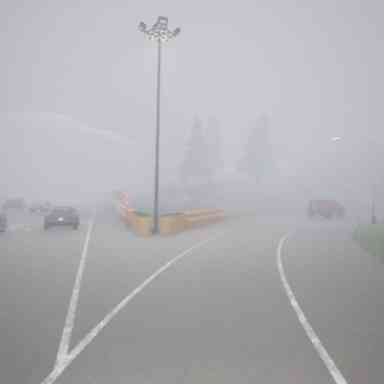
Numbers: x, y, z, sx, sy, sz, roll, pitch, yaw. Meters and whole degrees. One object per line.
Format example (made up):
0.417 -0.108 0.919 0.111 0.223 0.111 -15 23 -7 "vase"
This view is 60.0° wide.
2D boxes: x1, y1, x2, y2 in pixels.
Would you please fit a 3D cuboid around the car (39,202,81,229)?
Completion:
-8.266 1.573 21.496 1.994 1.385 4.181 1 0 -16 "car"

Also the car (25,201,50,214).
-15.681 1.570 34.860 1.895 1.301 4.718 1 0 -16 "car"

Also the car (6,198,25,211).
-20.344 1.410 38.501 1.837 1.490 4.892 1 0 -16 "car"

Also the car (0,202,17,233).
-10.363 1.415 16.057 2.128 1.511 4.902 1 0 -16 "car"

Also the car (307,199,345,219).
14.824 1.814 36.634 5.566 2.045 2.150 1 -2 -43 "car"
